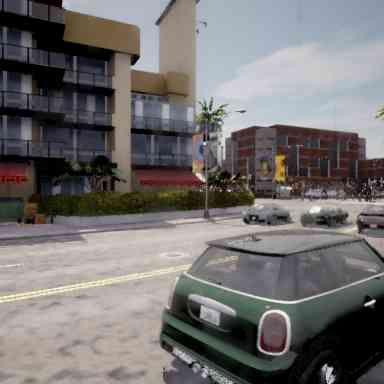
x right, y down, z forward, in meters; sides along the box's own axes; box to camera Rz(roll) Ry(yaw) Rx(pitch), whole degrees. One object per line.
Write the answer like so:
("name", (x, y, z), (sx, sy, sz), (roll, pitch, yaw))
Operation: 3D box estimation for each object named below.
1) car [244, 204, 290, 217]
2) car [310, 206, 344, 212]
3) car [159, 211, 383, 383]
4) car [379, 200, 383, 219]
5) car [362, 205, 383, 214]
("car", (5.328, 1.551, 23.331), (1.994, 1.385, 4.181), (0, 0, 40))
("car", (8.799, 1.590, 22.011), (1.895, 1.301, 4.718), (0, 0, 38))
("car", (1.823, 1.349, 4.940), (4.553, 1.767, 2.097), (0, 0, -40))
("car", (17.948, 1.537, 29.589), (2.033, 1.411, 5.357), (0, 0, 27))
("car", (10.647, 1.485, 18.631), (2.128, 1.511, 4.902), (0, 0, 38))
